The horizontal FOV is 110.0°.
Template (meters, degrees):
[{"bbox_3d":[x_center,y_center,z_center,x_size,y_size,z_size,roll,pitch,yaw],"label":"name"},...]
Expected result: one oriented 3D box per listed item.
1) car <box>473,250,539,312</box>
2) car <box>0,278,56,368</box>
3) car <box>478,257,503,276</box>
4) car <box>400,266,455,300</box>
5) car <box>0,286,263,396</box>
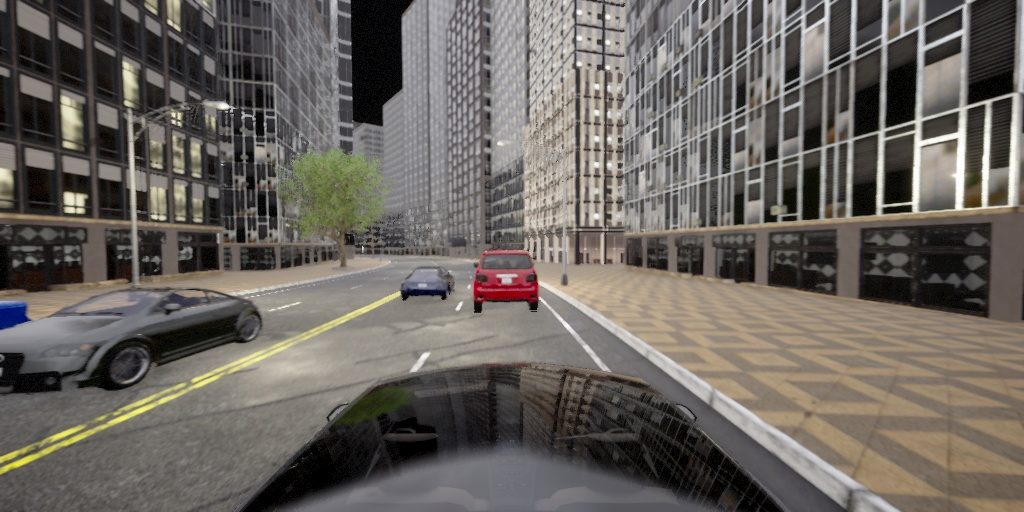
[{"bbox_3d":[-0.285,0.812,13.521,2.150,2.045,5.566,0,1,-3],"label":"car"},{"bbox_3d":[-9.931,1.234,4.570,1.882,1.535,5.008,0,1,-1],"label":"car"},{"bbox_3d":[-1.980,0.863,31.386,1.837,1.490,4.892,0,1,-8],"label":"car"},{"bbox_3d":[-3.745,1.134,16.511,1.994,1.385,4.181,0,1,-4],"label":"car"},{"bbox_3d":[-6.724,1.280,6.572,1.994,1.385,4.181,0,1,-2],"label":"car"}]
